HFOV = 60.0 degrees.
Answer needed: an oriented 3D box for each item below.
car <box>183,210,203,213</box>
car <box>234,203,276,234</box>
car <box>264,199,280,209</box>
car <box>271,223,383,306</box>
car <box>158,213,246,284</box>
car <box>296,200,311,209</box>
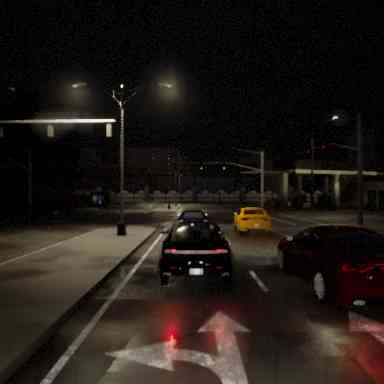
[{"bbox_3d":[0.044,1.805,20.503,1.994,1.385,4.181,0,-1,-1],"label":"car"},{"bbox_3d":[3.761,1.724,20.974,1.882,1.535,5.008,0,-1,4],"label":"car"},{"bbox_3d":[13.197,1.939,55.103,2.242,1.667,4.611,0,-1,0],"label":"car"},{"bbox_3d":[3.596,1.577,8.366,1.882,1.535,5.008,0,-1,0],"label":"car"},{"bbox_3d":[0.097,1.608,9.916,2.128,1.511,4.902,0,-1,0],"label":"car"},{"bbox_3d":[18.942,2.109,55.865,1.970,1.475,3.806,0,-1,0],"label":"car"}]
